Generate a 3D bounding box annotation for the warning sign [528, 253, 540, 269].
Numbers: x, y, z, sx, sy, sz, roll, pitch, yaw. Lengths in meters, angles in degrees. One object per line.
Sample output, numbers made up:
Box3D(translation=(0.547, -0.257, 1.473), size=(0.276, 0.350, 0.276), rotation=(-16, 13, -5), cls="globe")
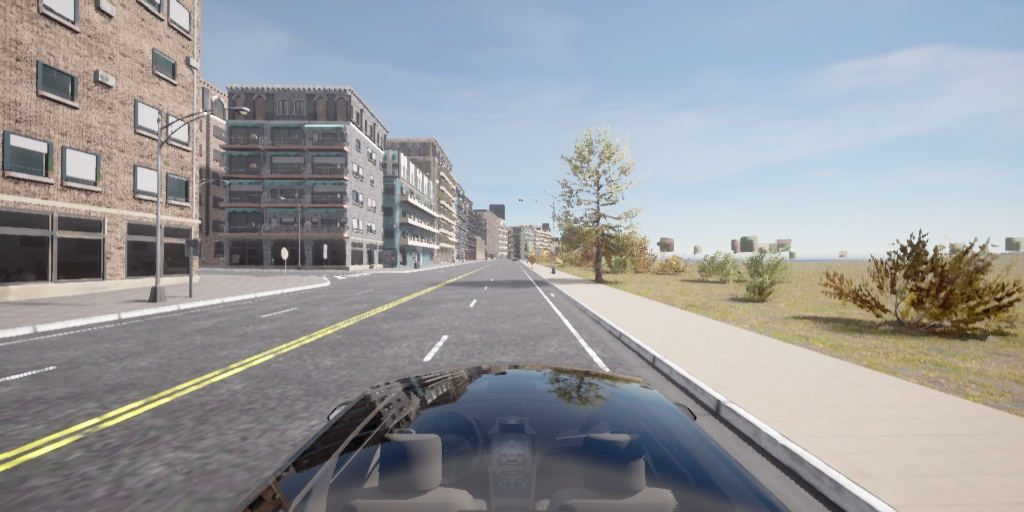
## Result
Box3D(translation=(2.850, 0.865, 50.265), size=(1.300, 1.860, 1.060), rotation=(0, 0, 0), cls="warning sign")
